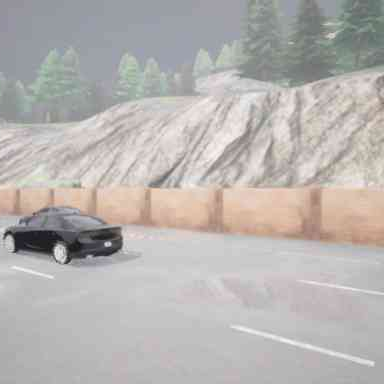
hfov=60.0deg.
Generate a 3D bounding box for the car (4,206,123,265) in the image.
[{"bbox_3d":[-4.575,1.425,11.540,5.008,1.535,1.882,0,0,35],"label":"car"}]

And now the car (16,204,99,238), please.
[{"bbox_3d":[-7.226,1.445,17.648,4.674,1.442,1.812,0,0,35],"label":"car"}]
